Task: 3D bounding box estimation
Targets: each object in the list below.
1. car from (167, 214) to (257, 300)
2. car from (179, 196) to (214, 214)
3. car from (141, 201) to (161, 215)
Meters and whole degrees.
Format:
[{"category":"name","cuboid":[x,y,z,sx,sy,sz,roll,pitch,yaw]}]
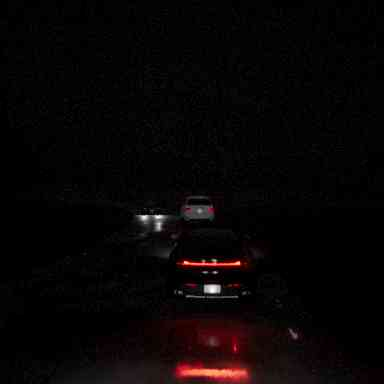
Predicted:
[{"category":"car","cuboid":[0.470,1.526,8.466,1.837,1.490,4.892,0,0,2]},{"category":"car","cuboid":[0.309,1.320,24.479,2.150,2.045,5.566,0,0,-4]},{"category":"car","cuboid":[-4.473,1.684,35.948,1.812,1.442,4.674,0,0,-11]}]
